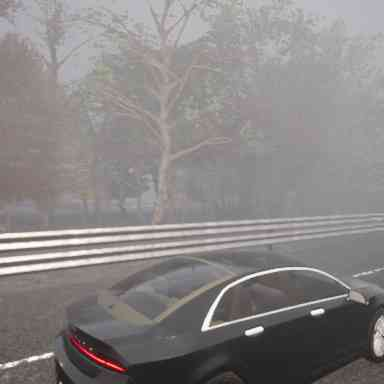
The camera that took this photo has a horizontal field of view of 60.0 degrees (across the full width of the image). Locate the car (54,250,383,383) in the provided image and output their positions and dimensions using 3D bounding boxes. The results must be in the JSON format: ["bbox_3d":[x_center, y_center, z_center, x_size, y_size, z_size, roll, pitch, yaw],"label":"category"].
[{"bbox_3d":[0.840,1.539,4.351,4.892,1.490,1.837,1,0,-36],"label":"car"}]
